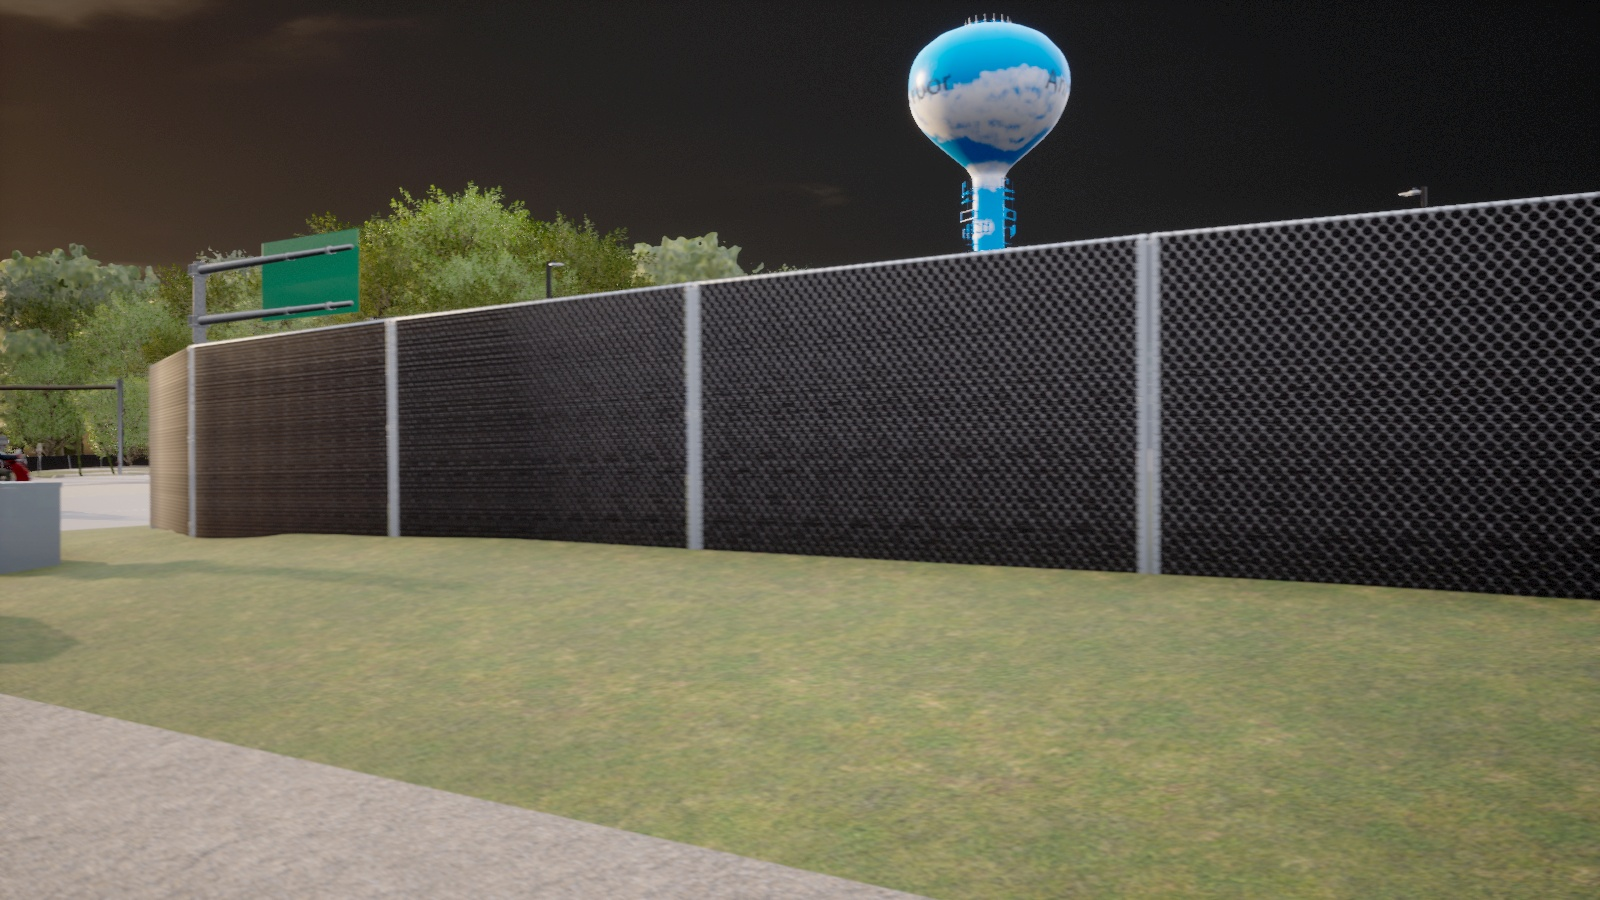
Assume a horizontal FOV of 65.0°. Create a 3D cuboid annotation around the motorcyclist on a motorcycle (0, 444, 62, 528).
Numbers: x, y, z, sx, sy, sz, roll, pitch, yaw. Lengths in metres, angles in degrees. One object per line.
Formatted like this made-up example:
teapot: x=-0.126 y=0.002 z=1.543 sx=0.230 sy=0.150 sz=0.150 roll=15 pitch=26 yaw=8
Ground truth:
motorcyclist on a motorcycle: x=-15.529 y=0.703 z=24.397 sx=0.866 sy=1.590 sz=1.817 roll=-1 pitch=1 yaw=33
